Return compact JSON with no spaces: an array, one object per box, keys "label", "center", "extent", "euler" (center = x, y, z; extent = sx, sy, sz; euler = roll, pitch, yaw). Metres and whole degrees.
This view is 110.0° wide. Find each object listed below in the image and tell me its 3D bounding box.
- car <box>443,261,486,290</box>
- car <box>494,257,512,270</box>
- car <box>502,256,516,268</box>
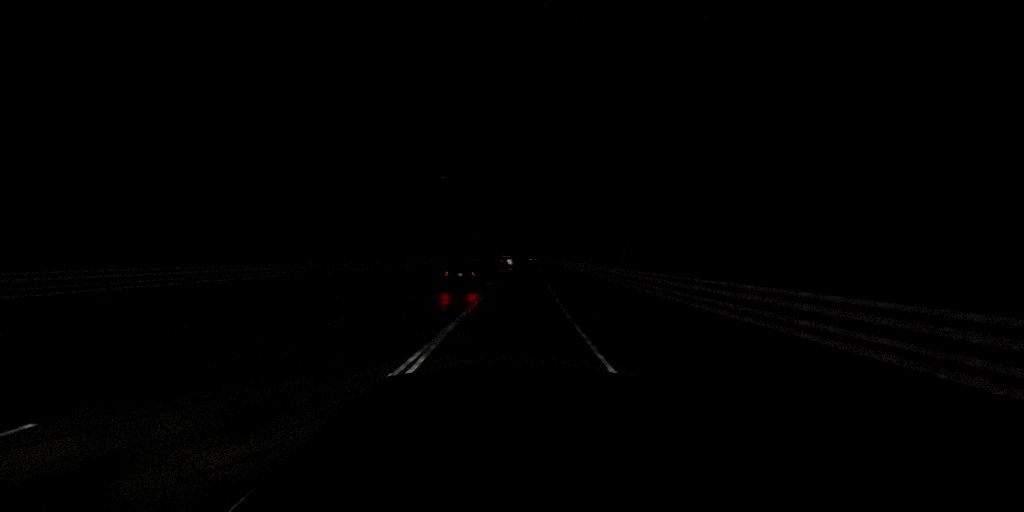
[{"label":"car","center":[-2.884,1.089,22.684],"extent":[2.097,1.767,4.553],"euler":[0,0,3]},{"label":"car","center":[-1.427,1.234,51.612],"extent":[1.882,1.535,5.008],"euler":[0,0,3]},{"label":"car","center":[-0.865,0.990,62.653],"extent":[2.150,2.045,5.566],"euler":[0,0,3]}]
